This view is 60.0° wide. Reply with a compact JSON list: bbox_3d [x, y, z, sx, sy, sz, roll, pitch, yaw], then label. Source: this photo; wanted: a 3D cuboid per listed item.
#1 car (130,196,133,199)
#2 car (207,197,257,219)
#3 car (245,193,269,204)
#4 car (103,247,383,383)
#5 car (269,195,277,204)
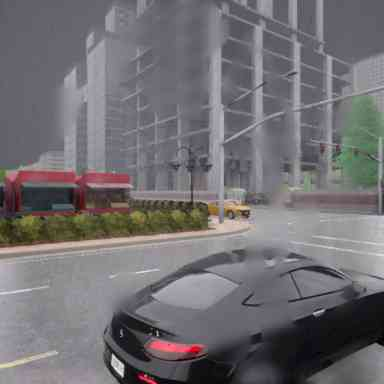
[{"bbox_3d":[-8.722,1.297,44.323,2.097,1.767,4.553,0,0,-36],"label":"car"},{"bbox_3d":[2.859,1.422,28.401,1.882,1.535,5.008,0,0,-36],"label":"car"},{"bbox_3d":[10.840,1.114,57.680,1.905,1.878,3.866,0,0,-36],"label":"car"},{"bbox_3d":[1.147,1.526,4.605,4.674,1.442,1.812,0,0,-35],"label":"car"},{"bbox_3d":[13.228,1.114,59.396,1.905,1.878,3.866,0,0,-36],"label":"car"}]
